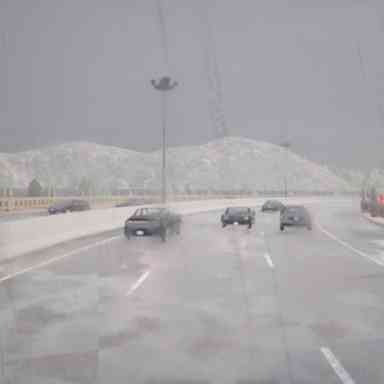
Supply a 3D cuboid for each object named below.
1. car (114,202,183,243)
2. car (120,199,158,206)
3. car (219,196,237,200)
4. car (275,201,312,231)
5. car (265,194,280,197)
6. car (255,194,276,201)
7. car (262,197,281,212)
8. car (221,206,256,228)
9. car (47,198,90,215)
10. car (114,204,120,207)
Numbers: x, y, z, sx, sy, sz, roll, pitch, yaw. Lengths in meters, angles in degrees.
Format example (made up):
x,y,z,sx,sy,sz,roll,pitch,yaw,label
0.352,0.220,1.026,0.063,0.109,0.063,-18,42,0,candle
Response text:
x,y,z,sx,sy,sz,roll,pitch,yaw,label
-1.710,1.471,16.097,2.128,1.511,4.902,0,0,10,car
-4.650,1.431,32.719,1.882,1.535,5.008,0,0,20,car
7.496,1.565,68.033,1.895,1.301,4.718,0,0,38,car
6.490,1.561,21.061,2.033,1.411,5.357,0,0,15,car
16.175,1.125,67.325,2.097,1.767,4.553,0,0,41,car
16.089,1.248,72.337,2.033,1.411,5.357,0,0,44,car
9.535,1.578,38.886,1.994,1.385,4.181,0,0,26,car
3.194,1.599,22.120,1.895,1.301,4.718,0,0,14,car
-12.028,1.424,32.684,1.837,1.490,4.892,0,0,19,car
-6.619,1.488,37.562,2.033,1.411,5.357,0,0,21,car
